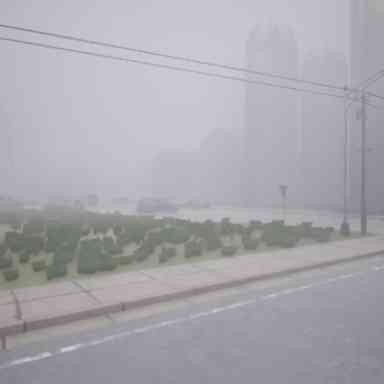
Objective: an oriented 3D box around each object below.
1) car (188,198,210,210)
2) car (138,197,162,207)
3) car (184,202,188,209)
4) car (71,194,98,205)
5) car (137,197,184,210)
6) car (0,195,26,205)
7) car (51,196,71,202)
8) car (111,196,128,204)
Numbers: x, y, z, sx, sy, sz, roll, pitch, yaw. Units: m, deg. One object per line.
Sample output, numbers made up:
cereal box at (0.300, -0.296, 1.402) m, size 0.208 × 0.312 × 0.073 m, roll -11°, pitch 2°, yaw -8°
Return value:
car at (0.554, 1.571, 43.954) m, size 1.812 × 1.442 × 4.674 m, roll 0°, pitch 0°, yaw -36°
car at (-6.920, 1.564, 54.301) m, size 1.812 × 1.442 × 4.674 m, roll 0°, pitch 0°, yaw -36°
car at (-3.019, 1.387, 42.614) m, size 2.097 × 1.767 × 4.553 m, roll 0°, pitch 0°, yaw -36°
car at (-17.797, 1.328, 56.240) m, size 3.866 × 1.878 × 1.905 m, roll 0°, pitch 0°, yaw -35°
car at (-3.722, 1.508, 36.546) m, size 4.611 × 1.667 × 2.242 m, roll 0°, pitch 0°, yaw -35°
car at (-22.655, 1.298, 40.243) m, size 4.605 × 1.855 × 1.932 m, roll 0°, pitch 0°, yaw -35°
car at (-26.099, 1.513, 66.879) m, size 4.193 × 1.474 × 1.816 m, roll 0°, pitch 0°, yaw -35°
car at (-13.970, 1.509, 63.936) m, size 1.882 × 1.535 × 5.008 m, roll 0°, pitch 0°, yaw -35°
